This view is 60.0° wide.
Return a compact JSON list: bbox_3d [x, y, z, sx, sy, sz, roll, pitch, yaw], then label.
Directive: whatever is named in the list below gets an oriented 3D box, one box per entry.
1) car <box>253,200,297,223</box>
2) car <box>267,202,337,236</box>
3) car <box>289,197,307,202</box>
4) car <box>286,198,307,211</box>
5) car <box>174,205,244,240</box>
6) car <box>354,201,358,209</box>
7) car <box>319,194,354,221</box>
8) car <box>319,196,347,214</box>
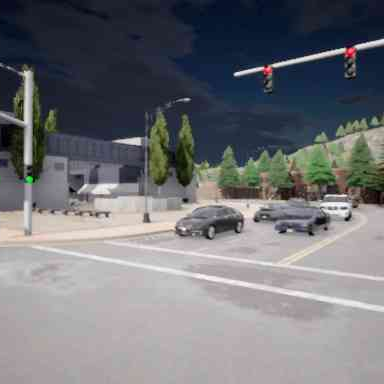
[{"bbox_3d":[6.028,1.544,24.617,1.994,1.385,4.181,0,0,31],"label":"car"},{"bbox_3d":[6.398,1.535,18.785,2.033,1.411,5.357,0,0,35],"label":"car"},{"bbox_3d":[10.189,1.329,32.167,2.097,1.767,4.553,0,0,22],"label":"car"},{"bbox_3d":[13.076,1.495,42.021,1.812,1.442,4.674,0,0,8],"label":"car"},{"bbox_3d":[1.014,1.485,17.245,1.837,1.490,4.892,0,0,35],"label":"car"},{"bbox_3d":[20.704,1.525,45.381,2.033,1.411,5.357,0,0,3],"label":"car"},{"bbox_3d":[11.778,1.207,27.281,2.150,2.045,5.566,0,0,28],"label":"car"},{"bbox_3d":[15.395,1.332,36.549,2.097,1.767,4.553,0,0,14],"label":"car"}]
